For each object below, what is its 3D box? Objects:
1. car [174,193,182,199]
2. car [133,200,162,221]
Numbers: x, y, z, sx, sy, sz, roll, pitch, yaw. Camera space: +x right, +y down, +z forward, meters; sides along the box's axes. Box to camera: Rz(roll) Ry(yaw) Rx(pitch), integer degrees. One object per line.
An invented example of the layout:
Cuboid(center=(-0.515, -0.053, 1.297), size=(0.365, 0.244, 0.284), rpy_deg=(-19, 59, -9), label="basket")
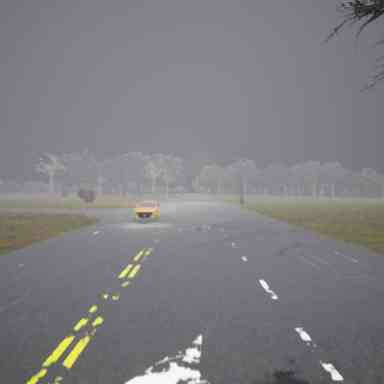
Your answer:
Cuboid(center=(-3.683, 1.183, 89.945), size=(1.837, 1.490, 4.892), rpy_deg=(0, 0, 1), label="car")
Cuboid(center=(-3.486, 1.433, 26.881), size=(1.882, 1.535, 5.008), rpy_deg=(0, 1, 0), label="car")
